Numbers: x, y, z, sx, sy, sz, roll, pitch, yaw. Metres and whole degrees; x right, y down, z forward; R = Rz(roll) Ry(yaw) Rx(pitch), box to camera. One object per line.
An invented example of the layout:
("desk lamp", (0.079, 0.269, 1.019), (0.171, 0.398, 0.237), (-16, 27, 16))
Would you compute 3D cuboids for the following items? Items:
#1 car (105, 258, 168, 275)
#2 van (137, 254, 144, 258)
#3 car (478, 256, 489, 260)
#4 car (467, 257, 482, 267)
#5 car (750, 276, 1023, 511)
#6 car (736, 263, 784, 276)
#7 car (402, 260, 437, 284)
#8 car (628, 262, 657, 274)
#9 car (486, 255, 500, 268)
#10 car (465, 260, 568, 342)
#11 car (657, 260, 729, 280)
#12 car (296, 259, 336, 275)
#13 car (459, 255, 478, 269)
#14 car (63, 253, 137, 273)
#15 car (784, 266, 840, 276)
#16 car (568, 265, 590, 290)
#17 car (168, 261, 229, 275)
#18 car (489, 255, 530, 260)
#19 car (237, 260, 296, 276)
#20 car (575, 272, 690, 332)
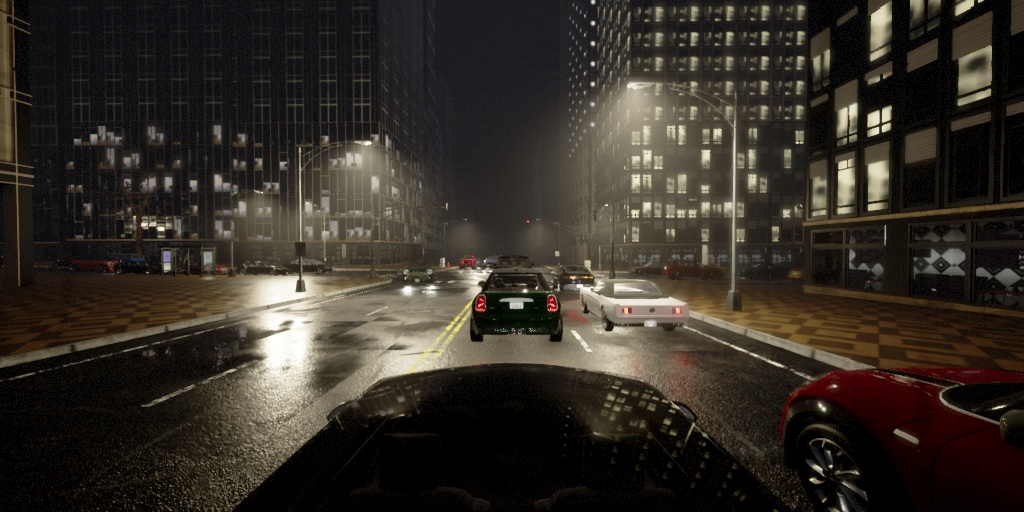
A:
("car", (-34.095, 1.069, 33.113), (4.313, 1.339, 1.948), (0, 0, 1))
("van", (-45.285, 0.604, 41.774), (3.998, 1.789, 1.690), (0, 0, 1))
("car", (-3.342, 1.207, 52.485), (2.128, 1.511, 4.902), (0, 0, 0))
("car", (-6.559, 1.054, 63.615), (2.097, 1.767, 4.553), (0, 0, 0))
("car", (3.349, 1.102, 1.197), (2.097, 1.767, 4.553), (0, 0, 0))
("car", (26.604, 1.498, 37.879), (5.357, 1.411, 2.033), (0, 1, 1))
("car", (-6.737, 1.093, 26.605), (2.097, 1.767, 4.553), (0, 0, -8))
("car", (15.229, 1.398, 38.099), (5.357, 1.411, 2.033), (1, 1, 2))
("car", (-3.321, 0.924, 62.645), (2.150, 2.045, 5.566), (0, 0, 0))
("car", (0.100, 1.099, 9.934), (2.097, 1.767, 4.553), (0, 0, 0))
("car", (16.195, 1.268, 32.277), (5.009, 1.841, 2.192), (0, 0, 1))
("car", (-20.041, 1.078, 35.459), (4.902, 1.511, 2.128), (1, 1, 1))
("car", (-6.595, 0.935, 54.017), (2.150, 2.045, 5.566), (0, 0, 0))
("car", (-41.139, 0.748, 35.898), (4.553, 1.767, 2.097), (1, 1, 1))
("car", (27.643, 1.578, 32.079), (4.829, 1.417, 1.751), (0, 0, 1))
("car", (3.351, 1.245, 20.142), (1.837, 1.490, 4.892), (0, 0, 0))
("car", (-28.414, 1.137, 32.940), (4.207, 1.307, 1.802), (0, 0, 1))
("car", (0.101, 0.963, 19.646), (2.150, 2.045, 5.566), (0, 0, 0))
("car", (-22.730, 1.173, 32.806), (4.313, 1.339, 1.948), (0, 0, 1))
("car", (3.351, 1.347, 10.884), (1.895, 1.301, 4.718), (0, 0, 0))
